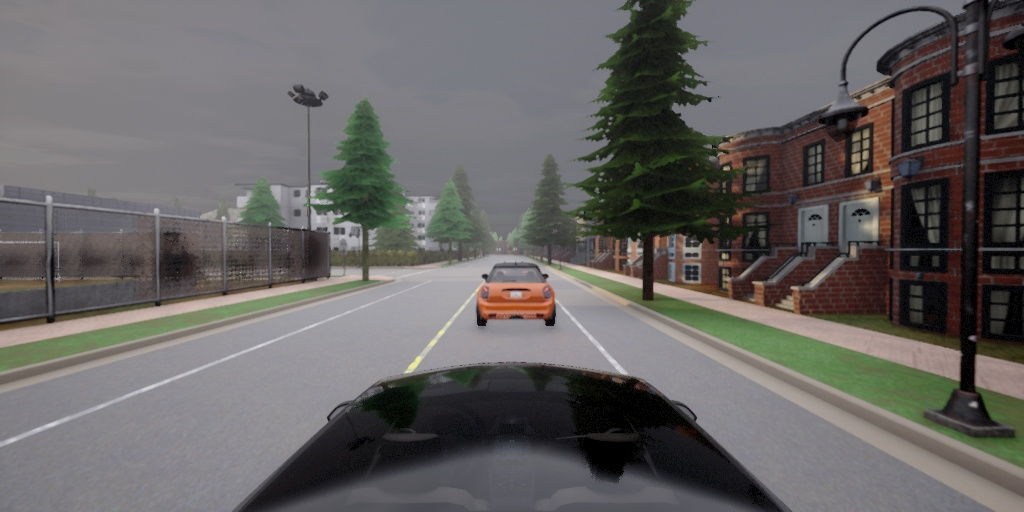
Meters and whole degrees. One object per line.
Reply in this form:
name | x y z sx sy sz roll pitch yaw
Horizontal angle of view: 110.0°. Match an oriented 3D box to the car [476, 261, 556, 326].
car | 0.100 0.961 11.156 2.097 1.767 4.553 0 1 0
